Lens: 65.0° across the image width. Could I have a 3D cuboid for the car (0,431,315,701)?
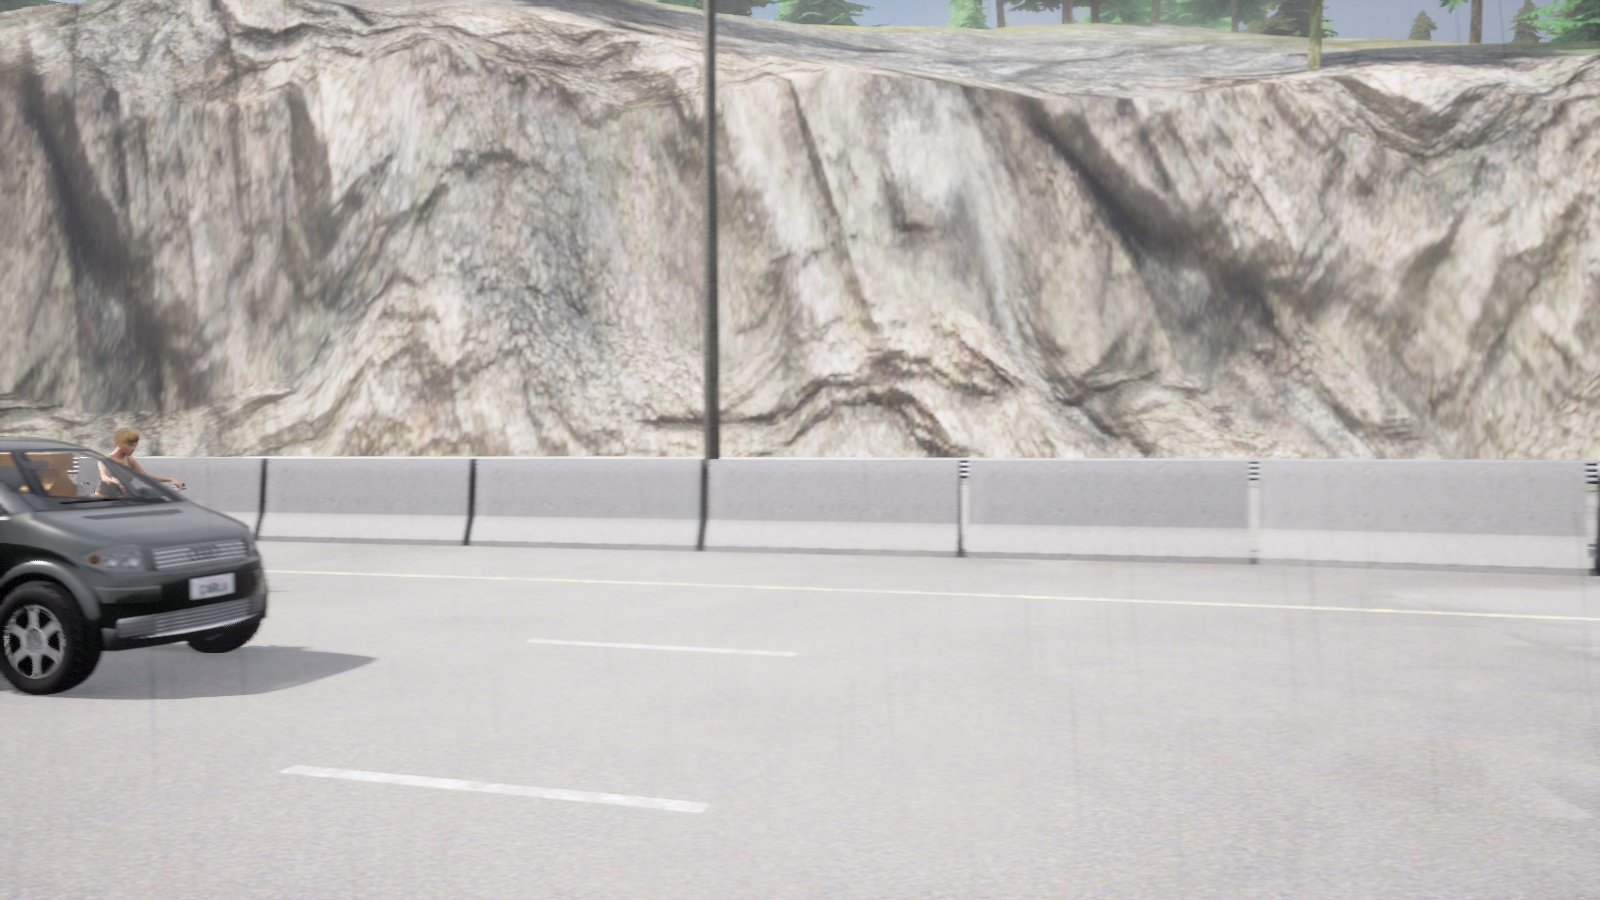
[{"bbox_3d":[-5.475,0.646,8.560,3.705,1.549,1.789,0,1,16],"label":"car"}]
